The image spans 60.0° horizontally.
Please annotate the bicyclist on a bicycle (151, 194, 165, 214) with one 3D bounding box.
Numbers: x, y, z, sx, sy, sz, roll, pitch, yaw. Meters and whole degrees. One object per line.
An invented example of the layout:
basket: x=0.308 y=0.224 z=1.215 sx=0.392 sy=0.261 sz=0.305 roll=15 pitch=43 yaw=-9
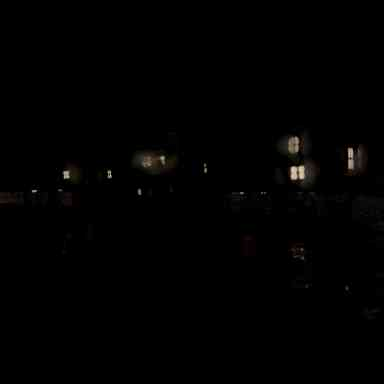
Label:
bicyclist on a bicycle: x=-2.878 y=0.989 z=28.099 sx=0.582 sy=1.620 sz=1.656 roll=0 pitch=3 yaw=38
